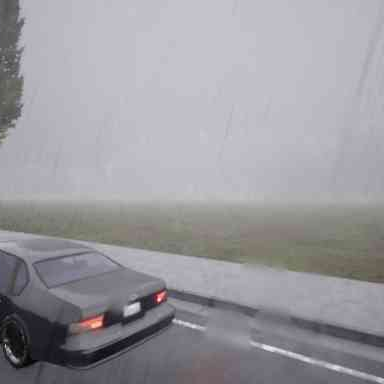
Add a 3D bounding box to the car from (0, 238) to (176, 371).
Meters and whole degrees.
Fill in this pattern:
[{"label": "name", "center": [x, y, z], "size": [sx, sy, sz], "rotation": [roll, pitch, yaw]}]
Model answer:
[{"label": "car", "center": [-2.807, 1.532, 5.687], "size": [5.357, 1.411, 2.033], "rotation": [0, 0, 36]}]
